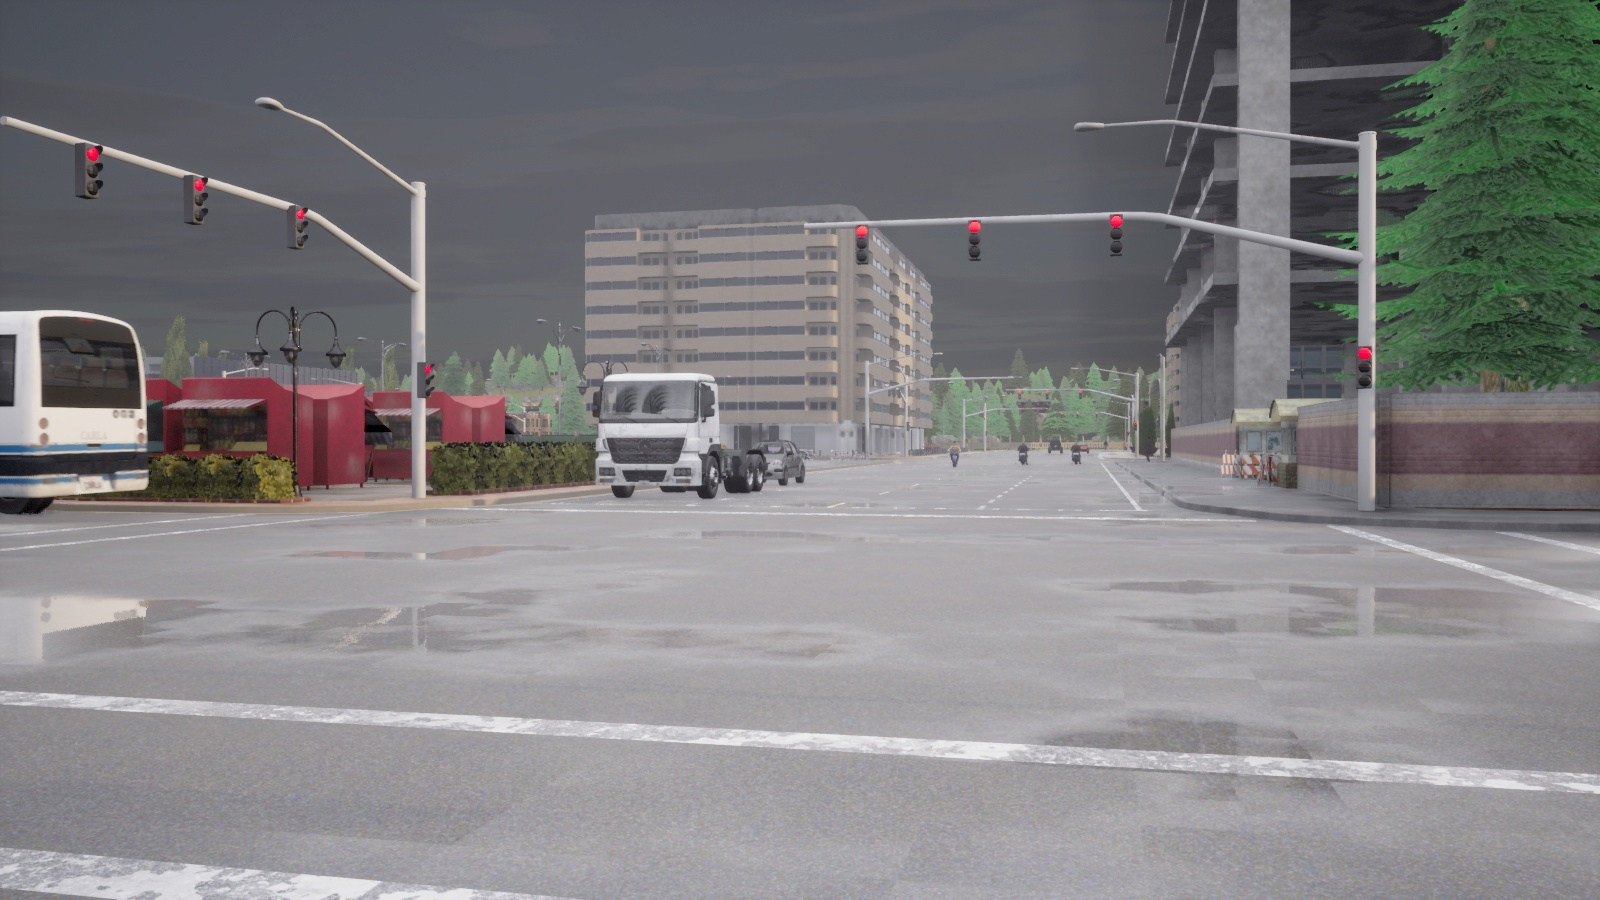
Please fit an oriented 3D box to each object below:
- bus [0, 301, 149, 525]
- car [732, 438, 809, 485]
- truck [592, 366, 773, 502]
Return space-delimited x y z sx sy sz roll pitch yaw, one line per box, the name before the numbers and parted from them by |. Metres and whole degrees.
bus | -19.824 -0.742 26.793 10.273 4.253 3.944 0 1 11
car | -1.019 0.387 45.574 1.851 1.617 3.988 0 0 13
truck | -3.137 -0.443 36.214 2.891 3.462 7.936 0 0 13
